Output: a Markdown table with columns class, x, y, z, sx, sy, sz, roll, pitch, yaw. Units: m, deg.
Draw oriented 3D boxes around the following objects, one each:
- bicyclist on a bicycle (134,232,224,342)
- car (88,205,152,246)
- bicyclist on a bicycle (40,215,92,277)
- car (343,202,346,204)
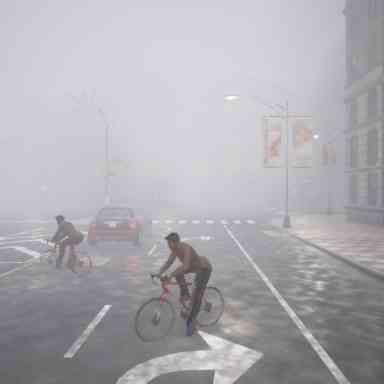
| class | x | y | z | sx | sy | sz | roll | pitch | yaw |
| --- | --- | --- | --- | --- | --- | --- | --- | --- | --- |
| bicyclist on a bicycle | -0.153 | 1.453 | 5.272 | 1.656 | 1.620 | 0.582 | -1 | 1 | -32 |
| car | -3.121 | 1.352 | 15.368 | 2.097 | 1.767 | 4.553 | 0 | 0 | 1 |
| bicyclist on a bicycle | -3.424 | 1.453 | 8.990 | 1.656 | 1.620 | 0.582 | 0 | 0 | 17 |
| car | 23.479 | 1.547 | 45.352 | 5.357 | 1.411 | 2.033 | 0 | 0 | 2 |
